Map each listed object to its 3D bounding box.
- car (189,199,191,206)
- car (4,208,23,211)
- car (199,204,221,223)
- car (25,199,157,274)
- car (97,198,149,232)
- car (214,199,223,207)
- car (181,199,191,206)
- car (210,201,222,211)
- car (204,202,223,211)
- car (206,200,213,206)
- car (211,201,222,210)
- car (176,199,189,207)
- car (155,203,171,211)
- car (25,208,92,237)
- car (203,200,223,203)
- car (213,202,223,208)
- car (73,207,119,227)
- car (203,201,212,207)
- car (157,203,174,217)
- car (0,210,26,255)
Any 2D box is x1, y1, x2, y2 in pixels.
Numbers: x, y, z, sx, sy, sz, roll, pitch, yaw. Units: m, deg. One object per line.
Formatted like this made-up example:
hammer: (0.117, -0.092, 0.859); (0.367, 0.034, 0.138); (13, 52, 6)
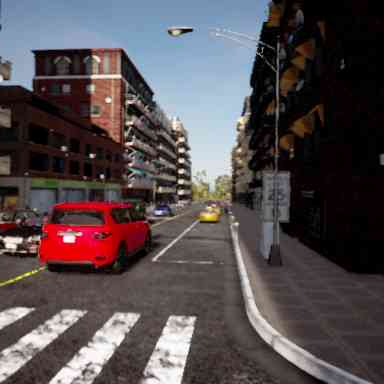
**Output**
car: (-2.000, 2.834, 80.782); (2.008, 1.369, 4.403); (0, -1, 6)
car: (-8.340, 1.541, 14.810); (1.967, 1.590, 4.097); (0, -1, 6)
car: (1.573, 2.066, 30.717); (1.752, 1.417, 4.829); (0, -1, 6)
car: (-2.939, 1.371, 11.323); (2.150, 2.045, 5.566); (1, -1, 6)
car: (-4.817, 1.537, 24.207); (2.150, 2.045, 5.566); (1, -1, 5)
car: (6.873, 2.840, 85.528); (2.192, 1.841, 5.009); (0, -1, 6)
car: (-1.472, 2.697, 86.284); (2.192, 1.841, 5.009); (0, -1, 6)
car: (4.231, 2.472, 58.035); (1.967, 1.590, 4.097); (0, -1, 6)
car: (2.673, 2.264, 41.709); (1.752, 1.417, 4.829); (0, -1, 6)
car: (4.922, 2.985, 93.158); (1.837, 1.490, 4.892); (1, -1, 6)
car: (4.759, 2.570, 63.535); (1.967, 1.590, 4.097); (0, -1, 6)
car: (-2.528, 2.736, 75.285); (2.008, 1.369, 4.403); (0, -1, 6)
car: (-4.641, 2.372, 53.292); (1.802, 1.307, 4.206); (0, -1, 6)
car: (-7.827, 1.722, 20.137); (1.752, 1.417, 4.829); (0, -1, 6)
car: (3.180, 2.149, 47.042); (2.192, 1.841, 5.009); (0, -1, 6)
car: (5.816, 2.878, 74.528); (2.008, 1.369, 4.403); (0, -1, 6)
car: (-7.283, 1.864, 25.803); (1.947, 1.339, 4.313); (0, -1, 6)
car: (3.923, 2.918, 82.787); (1.837, 1.490, 4.892); (1, -1, 6)
car: (-3.398, 2.104, 38.729); (1.812, 1.442, 4.674); (1, -1, 6)
car: (-5.774, 1.623, 13.734); (2.128, 1.511, 4.902); (1, -1, 8)
